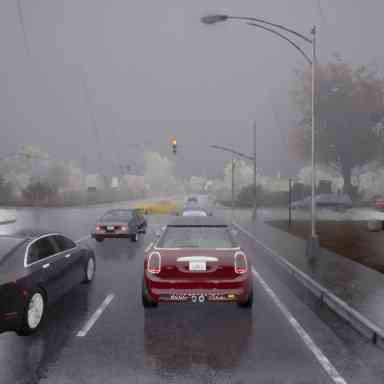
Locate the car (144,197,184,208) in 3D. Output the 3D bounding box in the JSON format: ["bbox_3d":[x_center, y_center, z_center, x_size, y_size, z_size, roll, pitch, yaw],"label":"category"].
[{"bbox_3d":[-3.415,1.477,31.909,1.882,1.535,5.008,-1,-1,45],"label":"car"}]

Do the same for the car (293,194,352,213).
[{"bbox_3d":[14.499,1.220,36.439,5.566,2.045,2.150,0,0,3],"label":"car"}]

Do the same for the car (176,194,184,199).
[{"bbox_3d":[-3.365,1.402,95.380,1.994,1.385,4.181,0,0,1],"label":"car"}]

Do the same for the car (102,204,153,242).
[{"bbox_3d":[-3.387,1.547,16.358,2.033,1.411,5.357,0,0,0],"label":"car"}]

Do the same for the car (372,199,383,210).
[{"bbox_3d":[24.439,1.211,39.401,5.566,2.045,2.150,0,0,3],"label":"car"}]

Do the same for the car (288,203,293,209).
[{"bbox_3d":[14.024,1.504,39.974,4.892,1.490,1.837,0,0,3],"label":"car"}]

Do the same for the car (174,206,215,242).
[{"bbox_3d":[0.116,1.526,17.152,1.812,1.442,4.674,0,0,0],"label":"car"}]

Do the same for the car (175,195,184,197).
[{"bbox_3d":[-3.415,1.545,85.354,1.994,1.385,4.181,0,0,0],"label":"car"}]

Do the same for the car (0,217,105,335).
[{"bbox_3d":[-3.393,1.505,6.699,1.837,1.490,4.892,0,0,0],"label":"car"}]

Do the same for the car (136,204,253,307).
[{"bbox_3d":[0.107,1.352,8.112,2.097,1.767,4.553,0,0,0],"label":"car"}]

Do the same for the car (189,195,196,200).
[{"bbox_3d":[0.136,1.524,95.385,1.812,1.442,4.674,0,0,1],"label":"car"}]

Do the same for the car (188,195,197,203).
[{"bbox_3d":[0.158,1.505,67.329,1.837,1.490,4.892,0,0,0],"label":"car"}]
